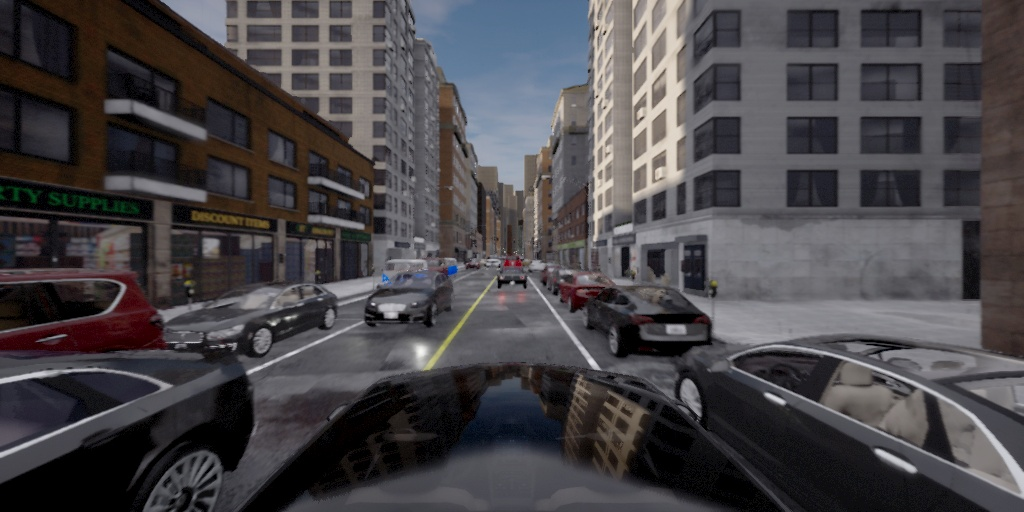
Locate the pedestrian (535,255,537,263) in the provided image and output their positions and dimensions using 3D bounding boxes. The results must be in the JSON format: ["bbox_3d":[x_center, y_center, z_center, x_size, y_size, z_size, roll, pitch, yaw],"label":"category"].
[{"bbox_3d":[3.010,0.752,45.768,0.375,1.860,0.375,0,0,-10],"label":"pedestrian"}]

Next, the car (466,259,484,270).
[{"bbox_3d":[-5.656,1.139,52.531,1.967,1.591,4.097,0,0,0],"label":"car"}]

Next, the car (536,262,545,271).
[{"bbox_3d":[2.863,1.314,24.899,1.802,1.307,4.207,0,0,0],"label":"car"}]

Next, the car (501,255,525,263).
[{"bbox_3d":[0.102,0.932,44.262,2.150,2.045,5.566,0,0,0],"label":"car"}]

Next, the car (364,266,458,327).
[{"bbox_3d":[-3.052,1.236,11.554,2.128,1.511,4.902,0,0,0],"label":"car"}]

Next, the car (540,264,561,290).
[{"bbox_3d":[2.862,1.288,19.373,2.007,1.370,4.403,0,0,0],"label":"car"}]

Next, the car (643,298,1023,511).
[{"bbox_3d":[2.857,1.300,2.795,2.007,1.370,4.403,0,0,0],"label":"car"}]

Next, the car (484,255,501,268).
[{"bbox_3d":[-3.030,0.913,58.133,2.150,2.045,5.566,0,0,1],"label":"car"}]

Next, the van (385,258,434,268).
[{"bbox_3d":[-5.664,1.079,19.376,1.690,1.789,3.998,0,0,0],"label":"van"}]

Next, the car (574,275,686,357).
[{"bbox_3d":[2.859,1.312,8.321,1.948,1.339,4.313,0,0,0],"label":"car"}]

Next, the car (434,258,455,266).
[{"bbox_3d":[-5.663,1.048,24.902,2.192,1.841,5.009,0,0,0],"label":"car"}]

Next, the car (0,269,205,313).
[{"bbox_3d":[-5.668,1.065,2.798,2.192,1.841,5.009,0,0,0],"label":"car"}]

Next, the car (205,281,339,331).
[{"bbox_3d":[-5.667,1.297,8.325,2.007,1.370,4.403,0,0,0],"label":"car"}]

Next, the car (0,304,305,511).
[{"bbox_3d":[-3.092,1.243,1.016,2.128,1.511,4.902,0,0,0],"label":"car"}]

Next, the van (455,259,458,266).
[{"bbox_3d":[-5.659,1.068,30.427,1.690,1.789,3.998,0,0,0],"label":"van"}]

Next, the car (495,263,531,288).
[{"bbox_3d":[0.030,1.335,23.662,1.895,1.301,4.718,0,0,0],"label":"car"}]

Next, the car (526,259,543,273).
[{"bbox_3d":[3.010,1.237,42.933,1.812,1.442,4.674,0,0,0],"label":"car"}]

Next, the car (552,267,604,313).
[{"bbox_3d":[2.860,1.287,13.848,1.888,1.381,4.507,0,0,0],"label":"car"}]
